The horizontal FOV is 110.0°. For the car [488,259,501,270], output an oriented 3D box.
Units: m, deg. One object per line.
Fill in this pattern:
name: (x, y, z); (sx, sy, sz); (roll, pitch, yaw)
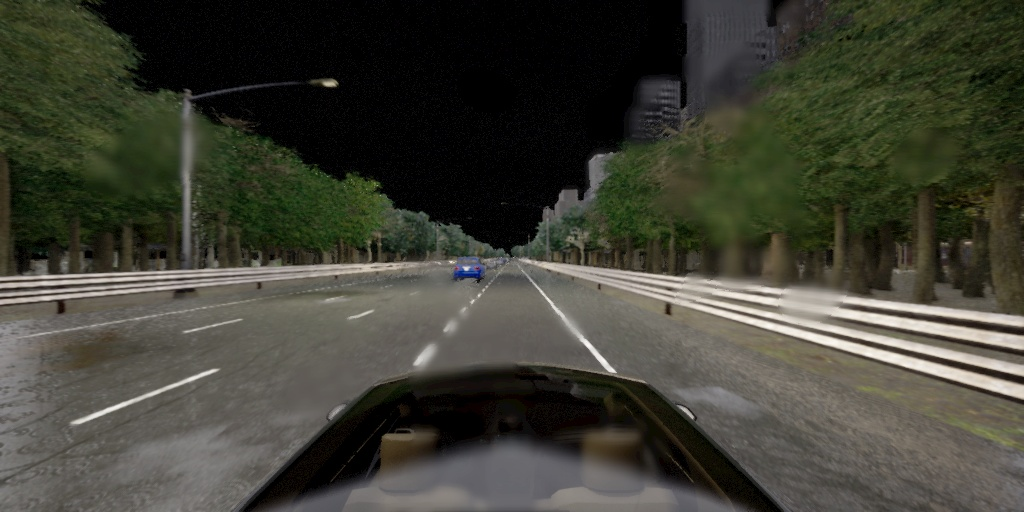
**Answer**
car: (-3.513, 1.671, 63.390); (2.128, 1.511, 4.902); (0, 0, 0)

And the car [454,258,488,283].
car: (-3.506, 1.156, 30.290); (2.150, 2.045, 5.566); (0, 0, 0)
